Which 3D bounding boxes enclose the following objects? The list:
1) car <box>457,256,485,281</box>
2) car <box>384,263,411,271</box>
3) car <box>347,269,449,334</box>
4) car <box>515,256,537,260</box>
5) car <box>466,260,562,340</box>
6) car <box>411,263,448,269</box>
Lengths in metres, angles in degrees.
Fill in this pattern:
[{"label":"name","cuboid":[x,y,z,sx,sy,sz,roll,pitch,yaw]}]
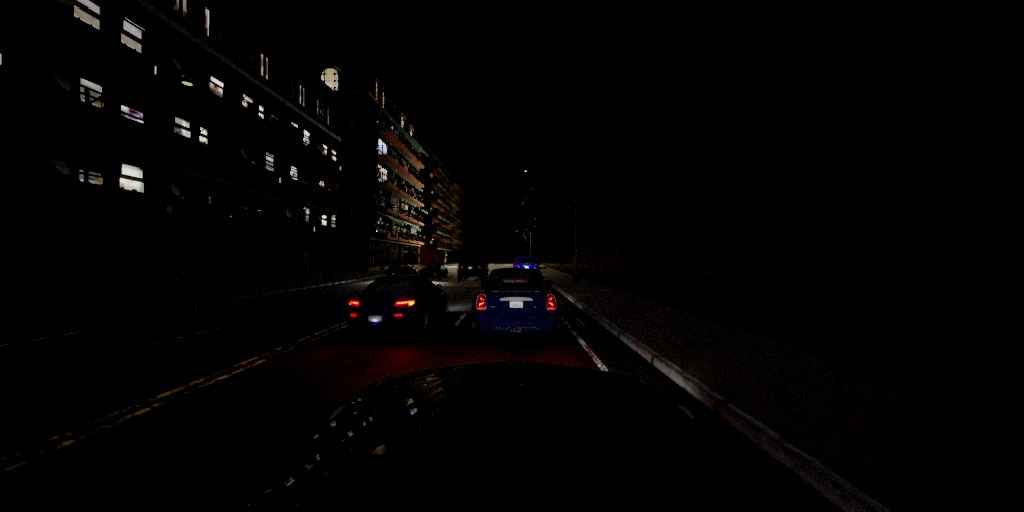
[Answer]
[{"label":"car","cuboid":[-3.148,0.978,29.737,2.150,2.045,5.566,0,0,0]},{"label":"car","cuboid":[-9.848,1.318,31.749,1.994,1.385,4.181,0,0,0]},{"label":"car","cuboid":[-3.152,1.277,10.556,1.812,1.442,4.674,0,0,0]},{"label":"car","cuboid":[1.140,0.979,30.076,2.150,2.045,5.566,0,0,0]},{"label":"car","cuboid":[0.099,1.103,10.122,2.097,1.767,4.553,0,0,0]},{"label":"car","cuboid":[-6.600,1.301,30.296,2.033,1.411,5.357,0,0,0]}]
